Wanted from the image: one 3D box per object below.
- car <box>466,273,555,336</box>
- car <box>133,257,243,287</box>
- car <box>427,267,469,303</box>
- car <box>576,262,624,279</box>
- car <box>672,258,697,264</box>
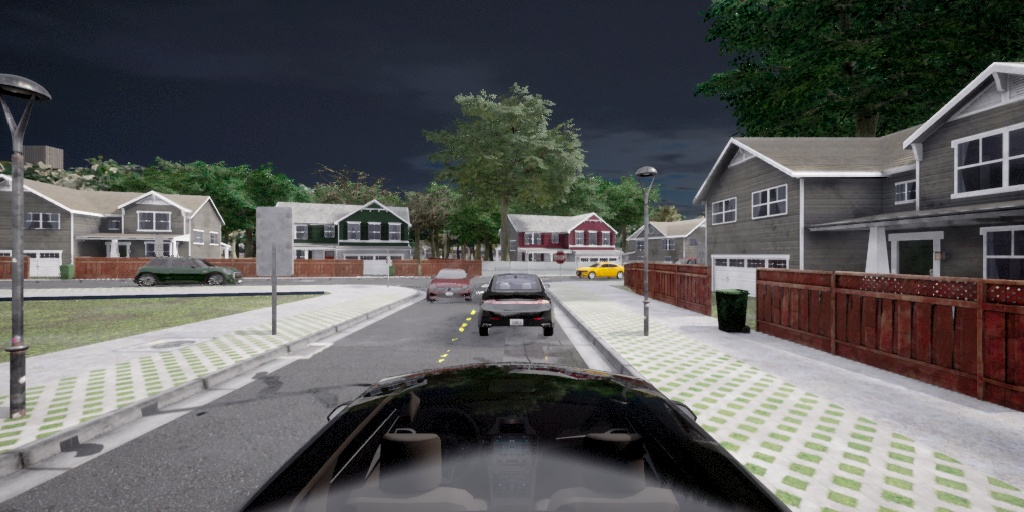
[{"bbox_3d":[0.105,1.240,10.306,2.128,1.511,4.902,0,0,0],"label":"car"},{"bbox_3d":[-18.350,0.888,20.630,4.553,1.767,2.097,1,0,-20],"label":"car"},{"bbox_3d":[-2.760,1.274,16.867,1.812,1.442,4.674,1,0,-6],"label":"car"},{"bbox_3d":[8.349,1.337,33.458,5.008,1.535,1.882,1,0,-21],"label":"car"},{"bbox_3d":[18.107,1.188,37.017,5.566,2.045,2.150,1,0,-20],"label":"car"}]
